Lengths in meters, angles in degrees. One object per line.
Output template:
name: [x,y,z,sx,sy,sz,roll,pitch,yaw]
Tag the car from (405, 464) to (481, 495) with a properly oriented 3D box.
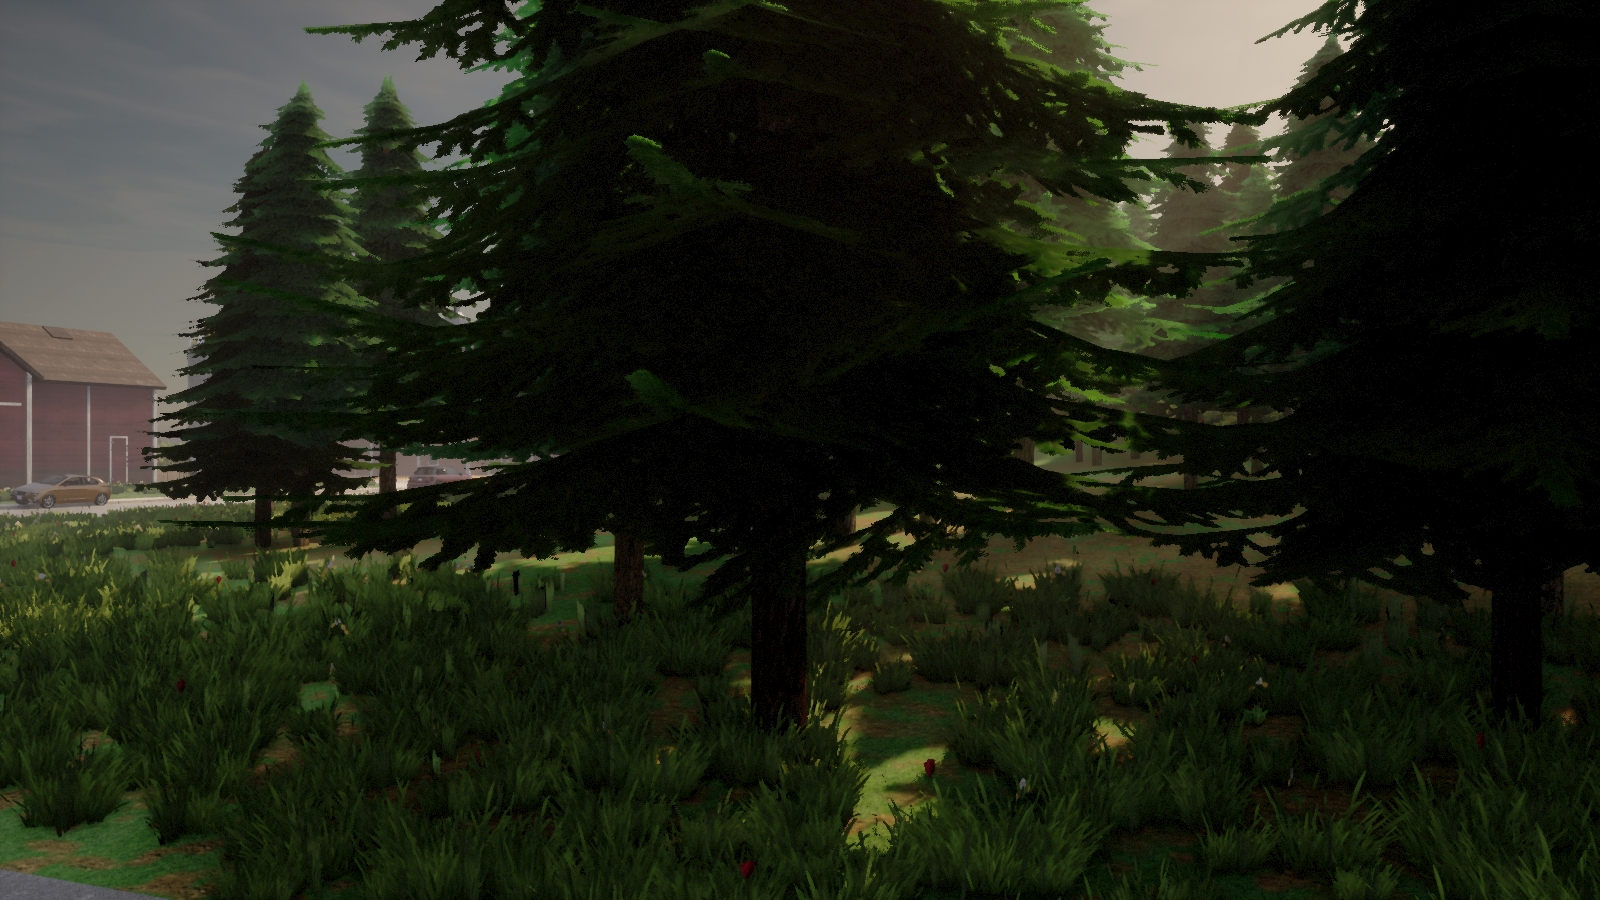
car: [-21.749,1.766,69.748,2.097,1.767,4.553,0,0,20]
